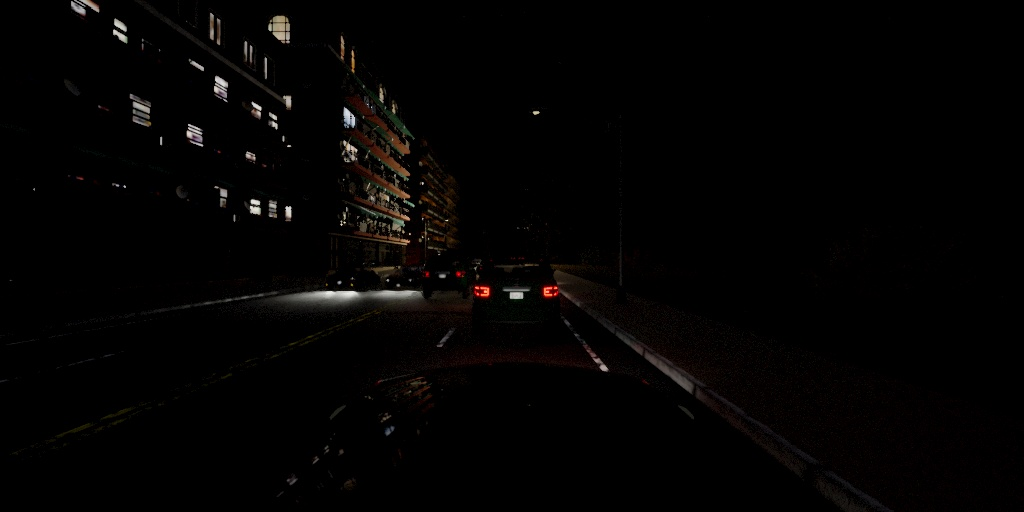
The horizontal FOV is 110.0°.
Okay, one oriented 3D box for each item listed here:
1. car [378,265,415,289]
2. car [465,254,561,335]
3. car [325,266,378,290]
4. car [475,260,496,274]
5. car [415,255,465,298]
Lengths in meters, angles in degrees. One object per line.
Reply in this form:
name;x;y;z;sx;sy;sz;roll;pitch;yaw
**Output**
car;-6.545;1.300;23.293;2.033;1.411;5.357;0;0;0
car;0.116;0.973;10.654;2.150;2.045;5.566;0;0;0
car;-9.798;1.316;22.344;1.994;1.385;4.181;0;0;0
car;-3.045;1.242;42.675;2.128;1.511;4.902;0;0;0
car;-3.108;0.975;18.714;2.150;2.045;5.566;0;0;0
